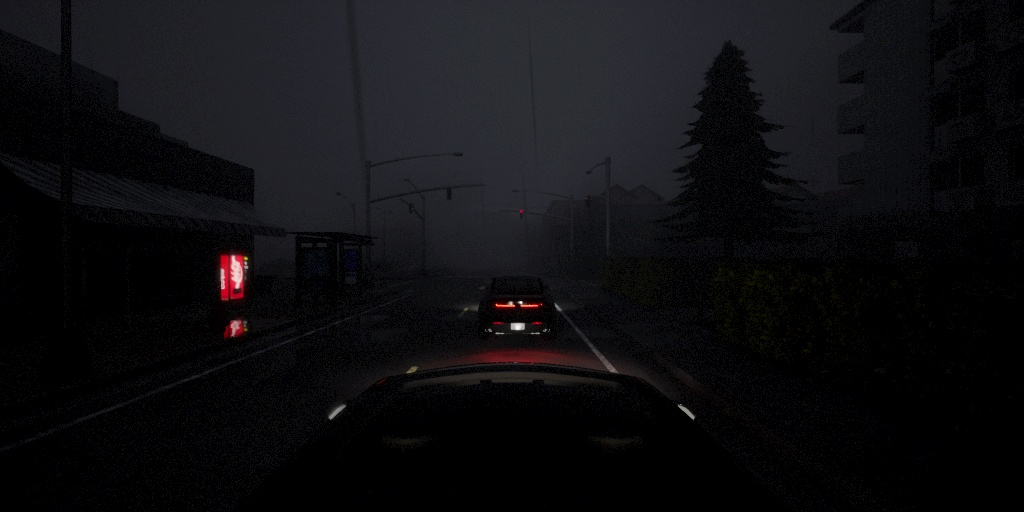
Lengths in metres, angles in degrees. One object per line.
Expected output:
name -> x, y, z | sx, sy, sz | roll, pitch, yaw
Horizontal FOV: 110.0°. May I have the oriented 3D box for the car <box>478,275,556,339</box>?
car -> 0.117, 1.255, 10.062 | 1.837, 1.490, 4.892 | 0, 0, 0
